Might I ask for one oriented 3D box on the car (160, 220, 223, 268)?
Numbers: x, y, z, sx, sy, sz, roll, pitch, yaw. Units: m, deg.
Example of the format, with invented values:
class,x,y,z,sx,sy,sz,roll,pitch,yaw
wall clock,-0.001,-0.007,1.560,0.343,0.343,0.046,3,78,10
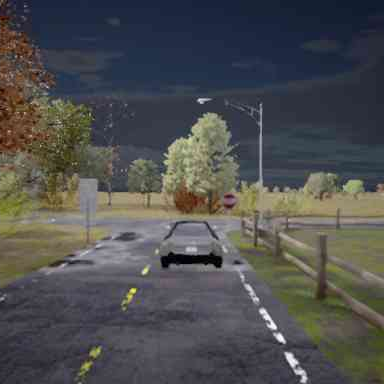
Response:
class,x,y,z,sx,sy,sz,roll,pitch,yaw
car,-0.011,1.675,11.746,1.994,1.385,4.181,0,-1,0
